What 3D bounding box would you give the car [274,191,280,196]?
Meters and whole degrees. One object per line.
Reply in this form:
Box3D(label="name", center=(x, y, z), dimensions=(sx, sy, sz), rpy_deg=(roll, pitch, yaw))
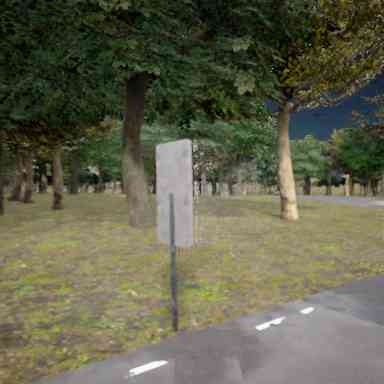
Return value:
Box3D(label="car", center=(23.684, 0.396, 90.482), dimensions=(1.994, 1.385, 4.181), rpy_deg=(-1, 0, -1))
